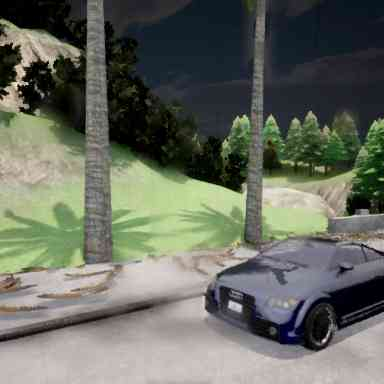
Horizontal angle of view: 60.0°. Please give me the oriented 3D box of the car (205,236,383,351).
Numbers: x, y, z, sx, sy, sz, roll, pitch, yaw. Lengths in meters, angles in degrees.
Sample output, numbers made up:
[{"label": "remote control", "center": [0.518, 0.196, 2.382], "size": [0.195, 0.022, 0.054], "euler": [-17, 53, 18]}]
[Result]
[{"label": "car", "center": [2.281, 1.564, 6.228], "size": [4.181, 1.385, 1.994], "euler": [0, 0, -35]}]
